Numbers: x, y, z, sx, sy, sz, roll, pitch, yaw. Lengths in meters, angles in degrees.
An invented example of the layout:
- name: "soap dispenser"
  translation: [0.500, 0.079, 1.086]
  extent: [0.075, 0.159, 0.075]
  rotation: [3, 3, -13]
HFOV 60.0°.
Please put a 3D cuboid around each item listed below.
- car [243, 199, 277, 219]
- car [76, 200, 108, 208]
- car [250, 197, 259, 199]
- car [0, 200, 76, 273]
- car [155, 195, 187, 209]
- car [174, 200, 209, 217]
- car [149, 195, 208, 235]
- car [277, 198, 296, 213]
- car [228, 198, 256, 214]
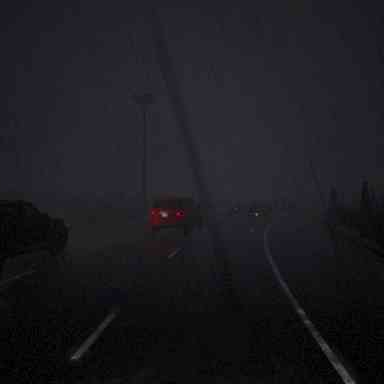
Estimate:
- name: "car"
  translation: [6.327, 1.648, 30.519]
  extent: [1.837, 1.490, 4.892]
  rotation: [0, 0, 20]
- name: "car"
  translation: [-8.979, 1.641, 29.961]
  extent: [1.812, 1.442, 4.674]
  rotation: [0, 0, 19]
- name: "car"
  translation: [12.167, 1.664, 66.428]
  extent: [1.994, 1.385, 4.181]
  rotation: [0, 0, 42]
- name: "car"
  translation: [-6.076, 1.257, 10.462]
  extent: [2.150, 2.045, 5.566]
  rotation: [0, 0, 7]
- name: "car"
  translation: [-3.159, 1.438, 51.390]
  extent: [2.150, 2.045, 5.566]
  rotation: [0, 0, 31]
- name: "car"
  translation: [0.070, 1.624, 33.796]
  extent: [1.882, 1.535, 5.008]
  rotation: [0, 0, 22]
- name: "car"
  translation: [-0.792, 1.307, 19.880]
  extent: [2.150, 2.045, 5.566]
  rotation: [0, 0, 13]
- name: "car"
  translation: [11.459, 1.547, 41.233]
  extent: [2.097, 1.767, 4.553]
  rotation: [0, 0, 29]
- name: "car"
  translation: [5.589, 1.735, 37.568]
  extent: [1.994, 1.385, 4.181]
  rotation: [0, 0, 25]
